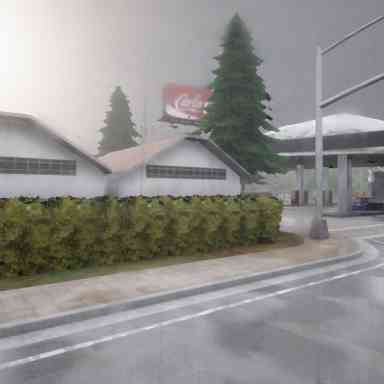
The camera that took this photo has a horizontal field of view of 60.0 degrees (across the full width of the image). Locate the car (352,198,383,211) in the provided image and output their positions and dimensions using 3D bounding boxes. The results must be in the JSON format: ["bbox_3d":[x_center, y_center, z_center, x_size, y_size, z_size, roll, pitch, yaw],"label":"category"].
[{"bbox_3d":[20.814,1.480,39.371,4.611,1.667,2.242,0,0,-36],"label":"car"}]

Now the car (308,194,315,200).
[{"bbox_3d":[31.815,1.329,88.879,2.152,1.636,5.027,0,0,-36],"label":"car"}]
